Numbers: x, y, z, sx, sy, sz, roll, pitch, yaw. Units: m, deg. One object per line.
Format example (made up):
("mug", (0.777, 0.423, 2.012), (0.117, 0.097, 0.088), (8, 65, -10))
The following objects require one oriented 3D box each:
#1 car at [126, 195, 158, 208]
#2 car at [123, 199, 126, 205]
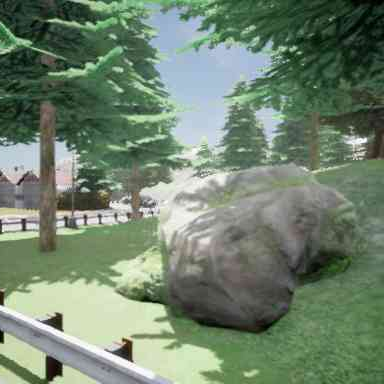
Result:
("car", (-6.450, 1.228, 44.432), (2.097, 1.767, 4.553), (0, 0, -39))
("car", (-8.637, 1.366, 51.471), (4.892, 1.490, 1.837), (1, -1, 38))
